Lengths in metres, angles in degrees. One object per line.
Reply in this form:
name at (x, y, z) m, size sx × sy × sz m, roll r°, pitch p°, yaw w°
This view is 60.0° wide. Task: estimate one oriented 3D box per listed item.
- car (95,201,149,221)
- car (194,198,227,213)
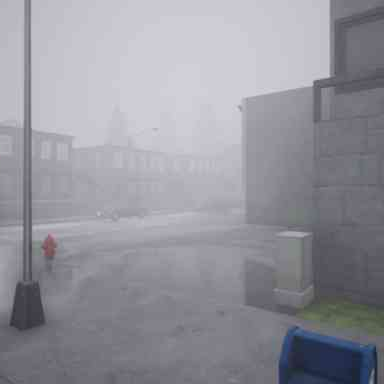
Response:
car at (-5.624, 1.492, 27.117) m, size 2.128 × 1.511 × 4.902 m, roll 0°, pitch 0°, yaw 36°
car at (2.161, 1.489, 37.991) m, size 2.128 × 1.511 × 4.902 m, roll 0°, pitch 0°, yaw 36°
